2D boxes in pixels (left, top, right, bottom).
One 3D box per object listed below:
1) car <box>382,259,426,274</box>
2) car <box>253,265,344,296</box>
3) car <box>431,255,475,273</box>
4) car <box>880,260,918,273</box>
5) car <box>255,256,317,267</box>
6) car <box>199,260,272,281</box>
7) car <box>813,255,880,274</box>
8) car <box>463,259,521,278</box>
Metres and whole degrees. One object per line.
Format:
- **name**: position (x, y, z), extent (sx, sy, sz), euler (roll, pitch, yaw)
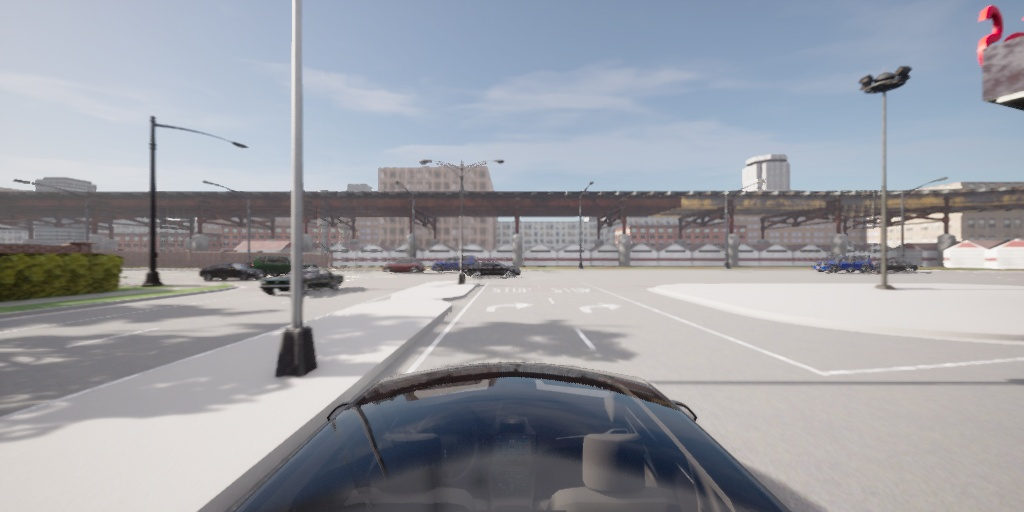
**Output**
- **car**: position (-12.018, 1.102, 39.867), extent (4.553, 1.767, 2.097), euler (0, 0, 2)
- **car**: position (-11.235, 1.351, 19.539), extent (1.895, 1.301, 4.718), euler (0, 0, 4)
- **car**: position (-6.858, 0.966, 43.313), extent (5.566, 2.045, 2.150), euler (-1, 0, 0)
- **car**: position (44.794, 1.254, 42.571), extent (4.892, 1.490, 1.837), euler (0, -3, 12)
- **car**: position (-20.595, 0.974, 32.648), extent (5.566, 2.045, 2.150), euler (0, 0, 0)
- **car**: position (-22.716, 1.277, 29.160), extent (4.674, 1.442, 1.812), euler (1, 0, 0)
- **car**: position (37.500, 0.970, 40.634), extent (5.566, 2.045, 2.150), euler (0, -2, 2)
- **car**: position (-1.655, 1.256, 32.566), extent (4.892, 1.490, 1.837), euler (0, 0, 0)
